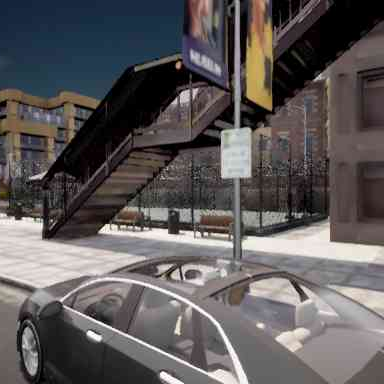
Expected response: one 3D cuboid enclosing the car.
[{"bbox_3d":[-0.173,1.426,3.385,2.231,1.521,4.892,0,0,-45],"label":"car"}]
